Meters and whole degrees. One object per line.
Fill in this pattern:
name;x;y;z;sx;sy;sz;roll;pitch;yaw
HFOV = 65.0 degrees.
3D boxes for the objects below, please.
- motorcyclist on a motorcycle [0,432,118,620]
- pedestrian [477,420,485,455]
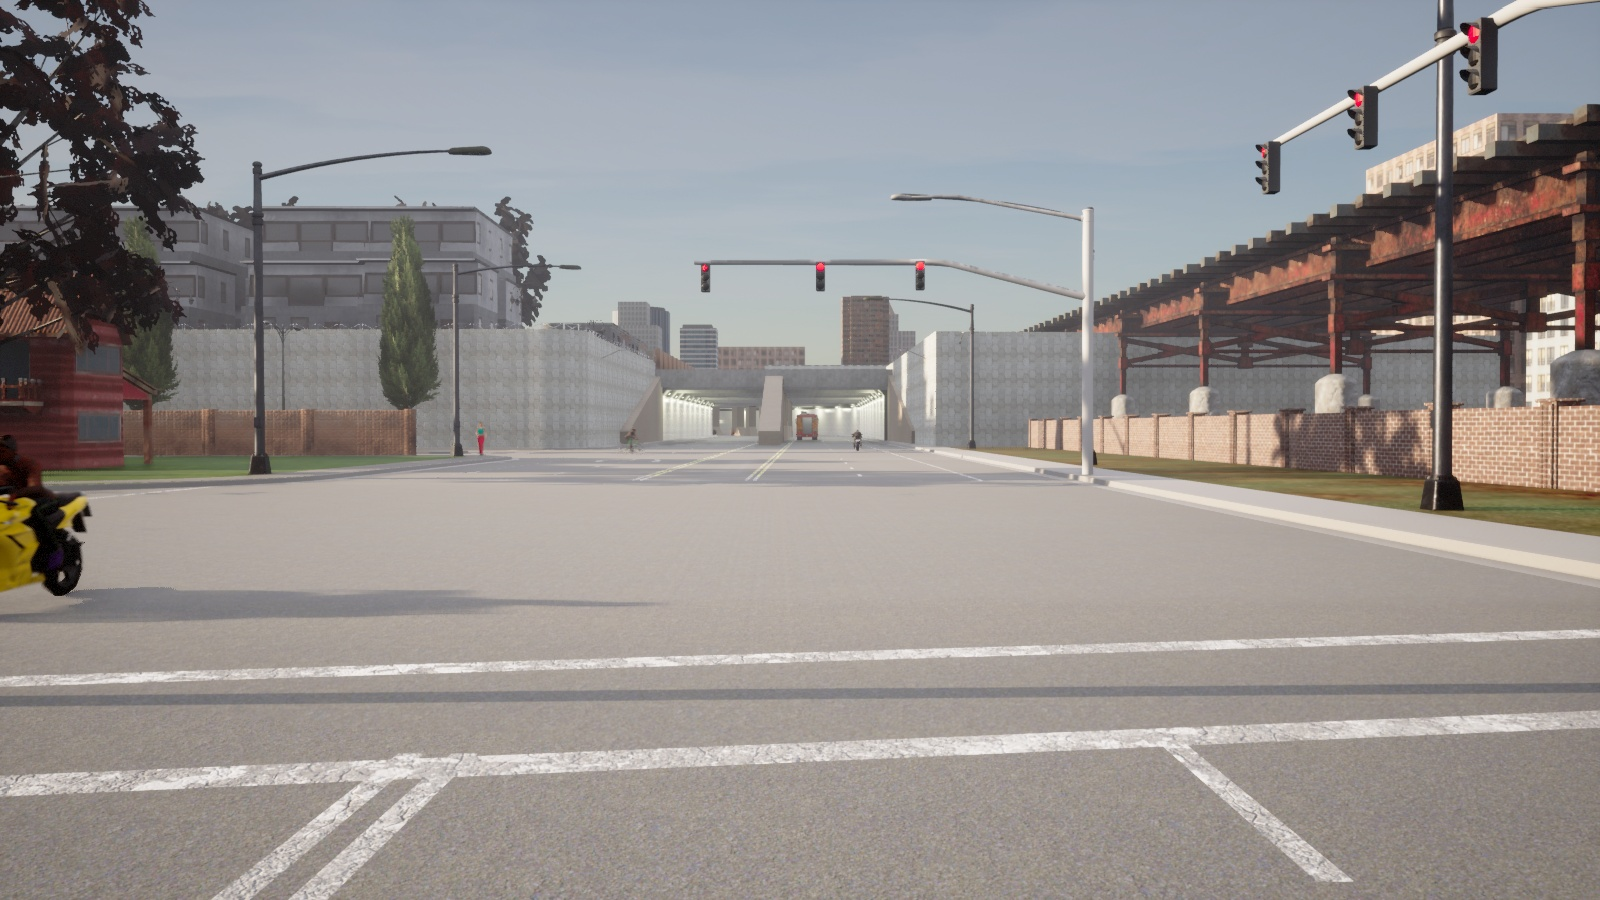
motorcyclist on a motorcycle;-6.924;0.610;10.969;0.797;1.523;2.044;0;1;0
pedestrian;-16.813;-0.650;66.186;0.345;1.836;0.594;0;1;-8
